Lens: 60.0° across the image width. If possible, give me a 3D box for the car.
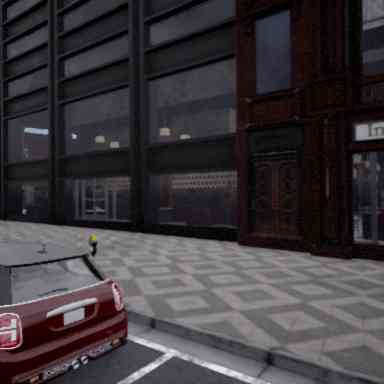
[{"bbox_3d":[-2.934,1.457,4.952,4.097,1.590,1.967,0,-1,36],"label":"car"}]
